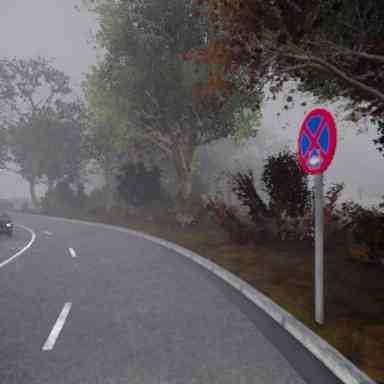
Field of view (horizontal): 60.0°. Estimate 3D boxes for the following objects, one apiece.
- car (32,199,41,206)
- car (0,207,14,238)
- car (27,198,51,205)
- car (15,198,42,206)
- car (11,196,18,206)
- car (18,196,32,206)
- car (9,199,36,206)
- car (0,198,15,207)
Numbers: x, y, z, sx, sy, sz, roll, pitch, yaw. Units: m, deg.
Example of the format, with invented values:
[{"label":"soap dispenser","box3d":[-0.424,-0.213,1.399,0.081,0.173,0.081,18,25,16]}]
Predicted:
[{"label":"car","box3d":[-27.613,2.090,62.713,1.882,1.535,5.008,0,0,-3]},{"label":"car","box3d":[-10.566,1.696,17.646,1.895,1.301,4.718,0,0,-30]},{"label":"car","box3d":[-36.106,2.282,78.531,4.674,1.452,2.002,0,0,-3]},{"label":"car","box3d":[-35.818,2.206,72.888,5.008,1.535,2.097,0,0,-3]},{"label":"car","box3d":[-30.371,1.924,53.080,2.097,1.767,4.553,0,-1,-3]},{"label":"car","box3d":[-35.551,1.915,67.244,5.566,2.045,2.435,0,0,-3]},{"label":"car","box3d":[-35.669,2.227,70.064,4.674,1.452,2.002,0,0,-3]},{"label":"car","box3d":[-26.468,1.956,45.800,1.837,1.490,4.892,-2,0,-13]}]
